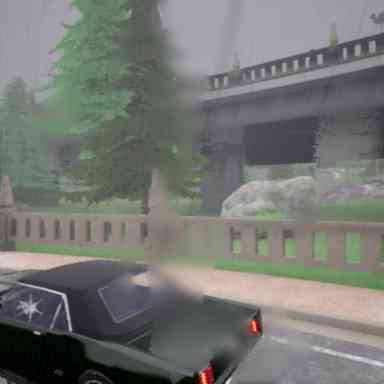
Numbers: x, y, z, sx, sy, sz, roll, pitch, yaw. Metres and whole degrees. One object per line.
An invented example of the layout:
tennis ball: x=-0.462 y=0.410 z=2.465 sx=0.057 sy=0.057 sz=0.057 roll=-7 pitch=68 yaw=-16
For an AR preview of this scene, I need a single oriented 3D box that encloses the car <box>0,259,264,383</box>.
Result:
car: x=-1.597 y=1.624 z=4.433 sx=4.718 sy=1.301 sz=1.895 roll=0 pitch=0 yaw=29
